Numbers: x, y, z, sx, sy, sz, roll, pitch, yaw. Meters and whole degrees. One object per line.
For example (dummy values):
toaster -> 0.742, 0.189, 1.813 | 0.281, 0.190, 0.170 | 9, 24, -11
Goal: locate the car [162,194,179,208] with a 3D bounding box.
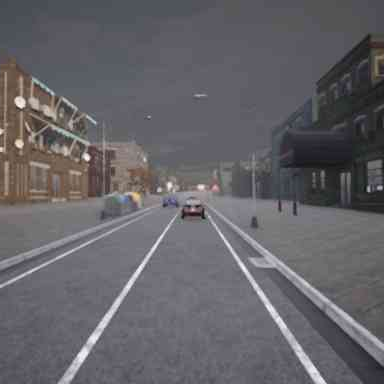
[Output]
car -> -3.042, 1.228, 48.468 | 2.150, 2.045, 5.566 | 0, -1, 1

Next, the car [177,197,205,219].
car -> 0.103, 1.459, 28.908 | 2.163, 1.488, 4.792 | 0, 0, 0
